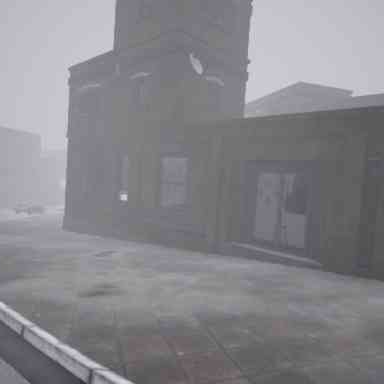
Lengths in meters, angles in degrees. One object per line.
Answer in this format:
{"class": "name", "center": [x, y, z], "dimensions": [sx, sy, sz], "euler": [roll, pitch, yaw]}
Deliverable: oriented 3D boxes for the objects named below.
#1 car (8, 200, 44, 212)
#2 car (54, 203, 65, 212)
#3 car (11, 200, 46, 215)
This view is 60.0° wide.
{"class": "car", "center": [-22.693, 1.904, 45.718], "dimensions": [1.837, 1.490, 4.892], "euler": [4, -1, 8]}
{"class": "car", "center": [-18.608, 2.363, 50.783], "dimensions": [2.033, 1.411, 5.357], "euler": [4, -1, 16]}
{"class": "car", "center": [-19.770, 1.991, 40.869], "dimensions": [2.128, 1.511, 4.902], "euler": [4, -1, 3]}
